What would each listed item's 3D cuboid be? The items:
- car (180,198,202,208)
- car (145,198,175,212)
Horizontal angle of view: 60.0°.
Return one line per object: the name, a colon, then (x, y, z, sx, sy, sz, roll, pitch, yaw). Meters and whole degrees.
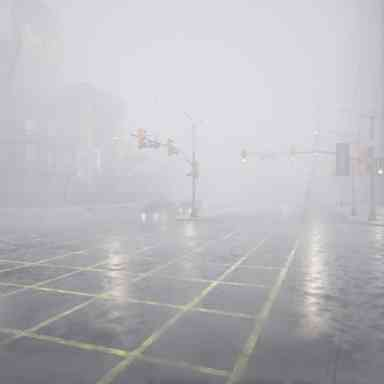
car: (-0.109, 1.601, 48.516, 1.895, 1.301, 4.718, 0, 0, 21)
car: (-3.704, 1.478, 38.954, 1.882, 1.535, 5.008, 0, 0, 23)
